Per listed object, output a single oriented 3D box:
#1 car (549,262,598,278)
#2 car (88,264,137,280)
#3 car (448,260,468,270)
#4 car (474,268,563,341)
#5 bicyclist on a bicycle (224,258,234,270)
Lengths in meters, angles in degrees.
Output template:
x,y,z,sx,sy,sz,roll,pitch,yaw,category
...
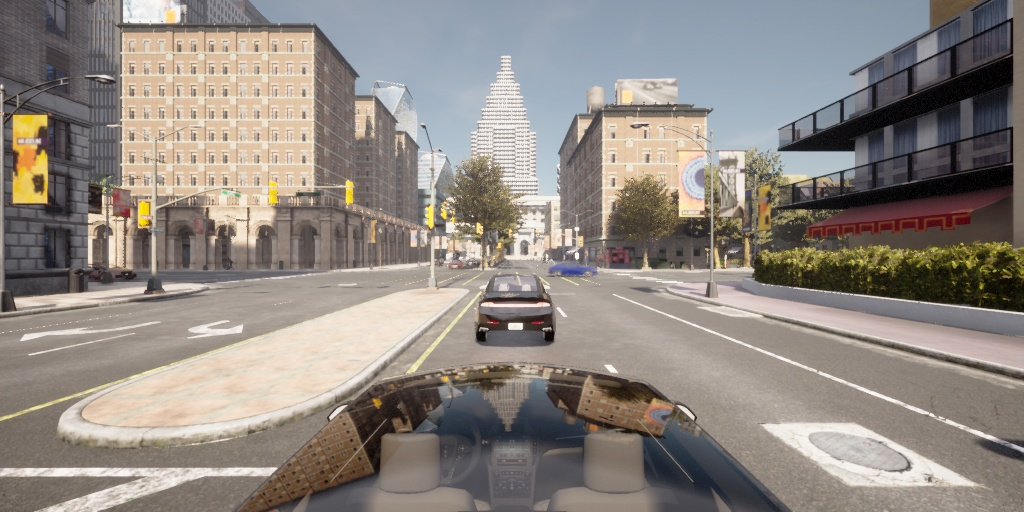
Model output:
x,y,z,sx,sy,sz,roll,pitch,yaw,category
5.728,1.275,33.836,4.674,1.442,1.812,0,0,16,car
-33.463,1.314,29.294,4.181,1.385,1.994,0,0,0,car
-7.996,1.276,52.054,1.812,1.442,4.674,0,0,-1,car
0.083,1.242,9.836,2.128,1.511,4.902,0,0,0,car
-37.237,1.050,47.246,0.582,1.620,1.656,0,0,0,bicyclist on a bicycle
